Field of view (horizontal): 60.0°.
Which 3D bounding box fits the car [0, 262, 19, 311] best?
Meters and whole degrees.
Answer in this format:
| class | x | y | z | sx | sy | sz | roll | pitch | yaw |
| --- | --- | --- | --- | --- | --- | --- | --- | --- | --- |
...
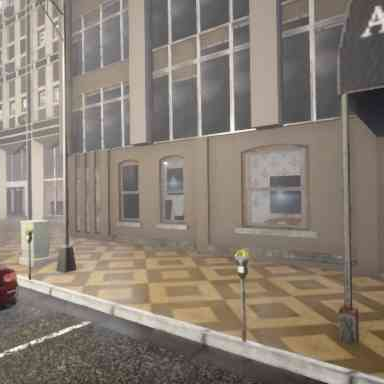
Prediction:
| class | x | y | z | sx | sy | sz | roll | pitch | yaw |
| --- | --- | --- | --- | --- | --- | --- | --- | --- | --- |
| car | -4.975 | 1.584 | 6.433 | 4.206 | 1.307 | 1.802 | 0 | -1 | 35 |
